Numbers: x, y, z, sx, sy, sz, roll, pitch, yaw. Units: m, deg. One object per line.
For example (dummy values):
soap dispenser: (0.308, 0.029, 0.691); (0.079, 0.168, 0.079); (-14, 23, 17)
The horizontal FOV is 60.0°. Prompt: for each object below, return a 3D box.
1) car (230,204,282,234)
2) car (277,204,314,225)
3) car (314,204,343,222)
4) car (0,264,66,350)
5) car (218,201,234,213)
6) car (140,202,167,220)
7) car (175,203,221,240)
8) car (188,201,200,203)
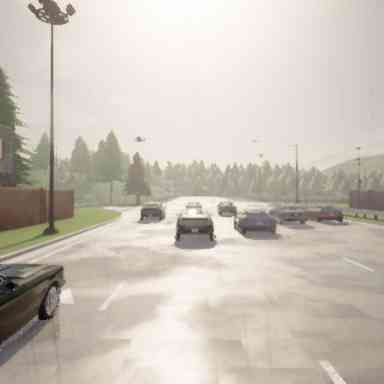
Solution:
car: (3.646, 1.647, 19.809); (1.994, 1.385, 4.181); (0, 0, 0)
car: (7.161, 1.655, 25.331); (2.033, 1.411, 5.357); (0, 0, 0)
car: (10.665, 1.682, 27.286); (1.994, 1.385, 4.181); (0, 0, 0)
car: (-3.390, 1.617, 4.412); (1.895, 1.301, 4.718); (0, 0, 0)
car: (3.685, 1.694, 35.680); (2.033, 1.411, 5.357); (0, 0, 0)
car: (-3.331, 1.620, 28.984); (1.837, 1.490, 4.892); (0, 0, 0)
car: (0.141, 1.563, 17.624); (2.128, 1.511, 4.902); (0, 0, 0)
car: (0.185, 1.692, 35.643); (2.033, 1.411, 5.357); (0, 0, 0)
